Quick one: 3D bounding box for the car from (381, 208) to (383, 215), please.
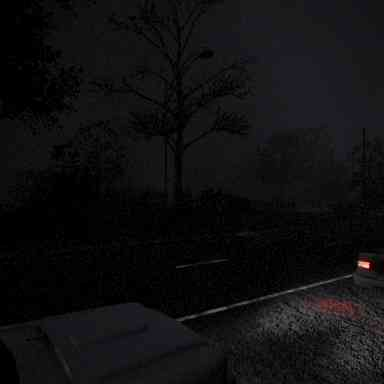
[{"bbox_3d":[16.767,1.601,26.366,1.895,1.301,4.718,0,0,13],"label":"car"}]

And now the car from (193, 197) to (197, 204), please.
[{"bbox_3d":[1.768,1.638,61.014,1.882,1.535,5.008,0,-1,-23],"label":"car"}]

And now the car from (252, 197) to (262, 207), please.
[{"bbox_3d":[10.853,1.539,49.651,2.128,1.511,4.902,0,0,-26],"label":"car"}]

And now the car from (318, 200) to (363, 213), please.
[{"bbox_3d":[16.958,1.603,38.036,1.895,1.301,4.718,0,0,-29],"label":"car"}]

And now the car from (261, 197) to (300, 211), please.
[{"bbox_3d":[11.213,1.519,41.310,1.837,1.490,4.892,0,0,-28],"label":"car"}]

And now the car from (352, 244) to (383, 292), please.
[{"bbox_3d":[5.953,1.547,7.816,5.357,1.411,2.033,0,0,-34],"label":"car"}]

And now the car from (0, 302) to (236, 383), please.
[{"bbox_3d":[-1.937,1.601,2.330,4.718,1.301,1.895,0,0,-35],"label":"car"}]
